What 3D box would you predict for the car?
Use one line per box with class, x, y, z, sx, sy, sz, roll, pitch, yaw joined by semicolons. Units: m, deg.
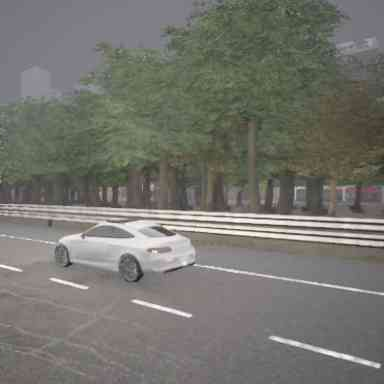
car;-2.070;1.533;9.651;4.674;1.442;1.812;0;0;36
